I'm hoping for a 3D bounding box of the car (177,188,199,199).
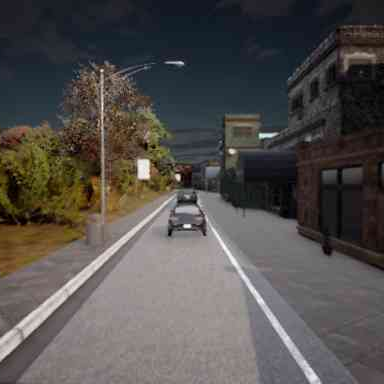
[{"bbox_3d":[-0.457,0.523,35.766,2.150,2.045,5.566,0,2,0],"label":"car"}]

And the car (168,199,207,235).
[{"bbox_3d":[-0.239,1.292,16.917,1.812,1.442,4.674,0,1,-1],"label":"car"}]
